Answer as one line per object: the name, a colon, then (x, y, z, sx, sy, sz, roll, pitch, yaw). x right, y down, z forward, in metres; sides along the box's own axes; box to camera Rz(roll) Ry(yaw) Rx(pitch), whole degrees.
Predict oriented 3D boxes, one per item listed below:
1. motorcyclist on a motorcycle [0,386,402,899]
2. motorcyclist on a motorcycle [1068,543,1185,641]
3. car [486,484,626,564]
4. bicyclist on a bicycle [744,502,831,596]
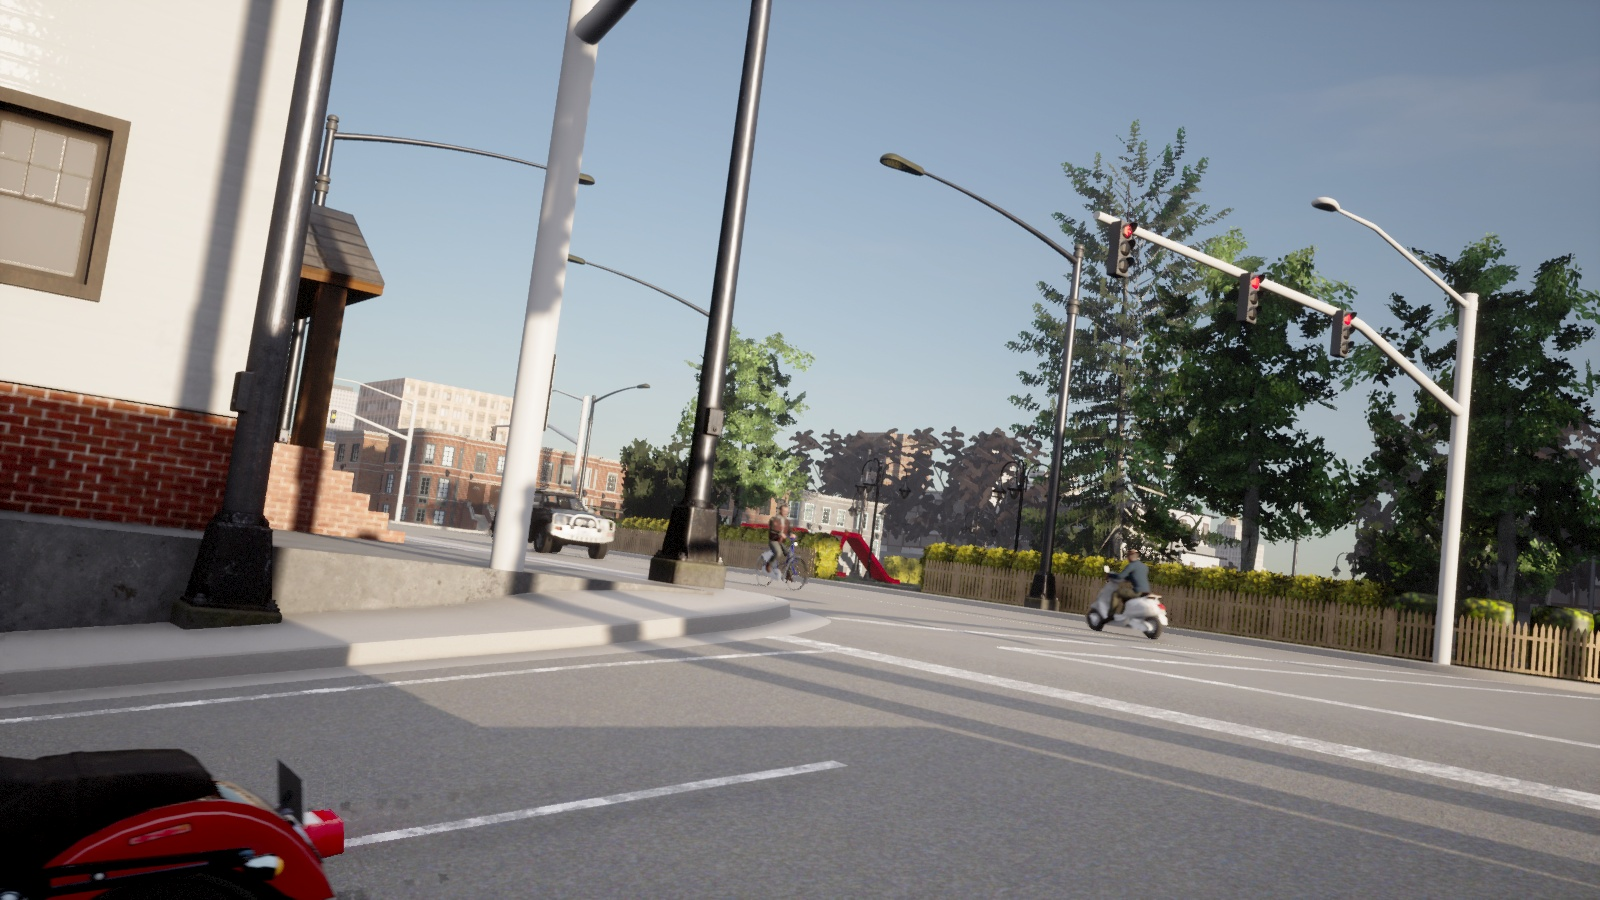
motorcyclist on a motorcycle: (-2.015, 0.713, 2.268, 2.350, 1.649, 0.766, 0, 0, -35)
motorcyclist on a motorcycle: (6.015, 2.601, 23.193, 0.866, 1.590, 1.817, 10, -6, -35)
car: (-6.984, 2.039, 35.556, 1.932, 1.855, 4.605, 10, -6, -35)
bicyclist on a bicycle: (-0.273, 2.031, 26.091, 0.659, 1.776, 1.843, 10, -7, -35)
